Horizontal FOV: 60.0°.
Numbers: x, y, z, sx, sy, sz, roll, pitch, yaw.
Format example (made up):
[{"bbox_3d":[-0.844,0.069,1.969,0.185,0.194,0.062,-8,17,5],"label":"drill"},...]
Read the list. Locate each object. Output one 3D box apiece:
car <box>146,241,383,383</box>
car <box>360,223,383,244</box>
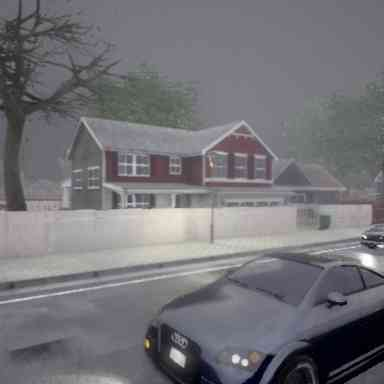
[{"bbox_3d":[1.471,1.612,4.735,4.181,1.385,1.994,1,-1,-35],"label":"car"},{"bbox_3d":[9.500,1.747,14.454,5.357,1.411,2.033,1,-1,-35],"label":"car"}]
